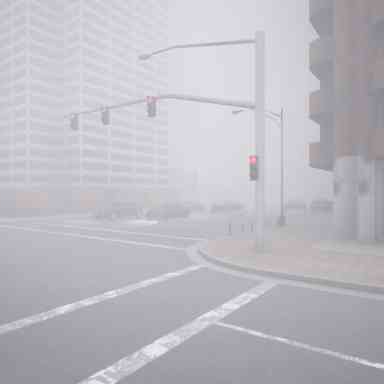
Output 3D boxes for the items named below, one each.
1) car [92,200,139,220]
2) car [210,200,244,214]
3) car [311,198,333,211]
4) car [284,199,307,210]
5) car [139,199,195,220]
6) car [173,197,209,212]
[{"bbox_3d":[-6.120,1.505,28.090,1.837,1.490,4.892,0,0,35],"label":"car"},{"bbox_3d":[3.861,1.601,36.186,1.895,1.301,4.718,0,0,35],"label":"car"},{"bbox_3d":[16.216,1.478,41.280,1.882,1.535,5.008,0,0,35],"label":"car"},{"bbox_3d":[13.581,1.564,43.656,1.994,1.385,4.181,0,0,35],"label":"car"},{"bbox_3d":[-2.010,1.564,27.850,1.994,1.385,4.181,0,0,35],"label":"car"},{"bbox_3d":[-0.401,1.564,36.217,1.994,1.385,4.181,0,0,35],"label":"car"}]
